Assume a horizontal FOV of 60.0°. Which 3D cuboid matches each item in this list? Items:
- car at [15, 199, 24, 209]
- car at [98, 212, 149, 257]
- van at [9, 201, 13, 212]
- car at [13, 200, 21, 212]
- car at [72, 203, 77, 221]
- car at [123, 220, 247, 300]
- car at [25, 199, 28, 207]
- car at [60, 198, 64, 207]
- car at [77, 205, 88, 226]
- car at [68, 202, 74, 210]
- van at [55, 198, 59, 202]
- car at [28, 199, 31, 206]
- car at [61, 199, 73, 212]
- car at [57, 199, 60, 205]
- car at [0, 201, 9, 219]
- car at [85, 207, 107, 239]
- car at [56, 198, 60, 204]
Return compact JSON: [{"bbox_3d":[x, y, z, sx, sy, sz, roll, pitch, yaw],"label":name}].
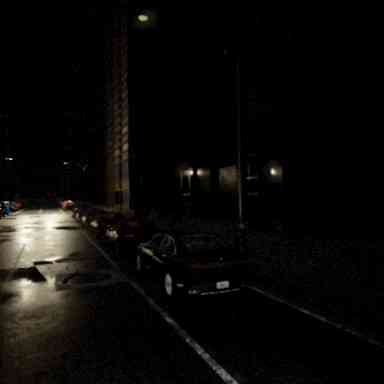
[{"bbox_3d":[-30.441,2.331,56.823,1.967,1.590,4.097,0,-1,-23],"label":"car"},{"bbox_3d":[-2.493,1.711,13.776,1.887,1.381,4.507,0,-1,-23],"label":"car"},{"bbox_3d":[-23.731,2.016,41.344,1.690,1.788,3.998,0,-1,-23],"label":"van"},{"bbox_3d":[-28.204,2.385,51.662,1.947,1.339,4.313,0,-1,-23],"label":"car"},{"bbox_3d":[-9.202,1.938,29.257,1.887,1.381,4.507,0,-1,-23],"label":"car"},{"bbox_3d":[-0.256,1.640,8.616,2.008,1.369,4.403,0,-1,-23],"label":"car"},{"bbox_3d":[-34.914,2.349,67.145,2.192,1.841,5.009,0,-1,-23],"label":"car"},{"bbox_3d":[-20.386,2.197,55.061,1.967,1.590,4.097,0,-1,-23],"label":"car"},{"bbox_3d":[-6.965,1.863,24.097,1.887,1.381,4.507,0,-1,-23],"label":"car"},{"bbox_3d":[-11.439,2.033,34.418,1.947,1.339,4.313,0,-1,-23],"label":"car"},{"bbox_3d":[-33.805,2.524,86.024,1.690,1.788,3.998,0,-1,-23],"label":"van"},{"bbox_3d":[-39.387,2.615,77.464,1.967,1.590,4.097,0,-1,-23],"label":"car"},{"bbox_3d":[-18.149,2.229,49.899,1.887,1.381,4.507,0,-1,-23],"label":"car"},{"bbox_3d":[-24.858,2.444,65.380,1.887,1.381,4.507,0,-1,-23],"label":"car"},{"bbox_3d":[-21.495,2.043,36.183,1.967,1.590,4.097,0,-1,-23],"label":"car"},{"bbox_3d":[-4.729,1.788,18.936,1.887,1.381,4.507,0,-1,-23],"label":"car"},{"bbox_3d":[-27.095,2.522,70.541,2.008,1.369,4.403,0,-1,-23],"label":"car"}]
